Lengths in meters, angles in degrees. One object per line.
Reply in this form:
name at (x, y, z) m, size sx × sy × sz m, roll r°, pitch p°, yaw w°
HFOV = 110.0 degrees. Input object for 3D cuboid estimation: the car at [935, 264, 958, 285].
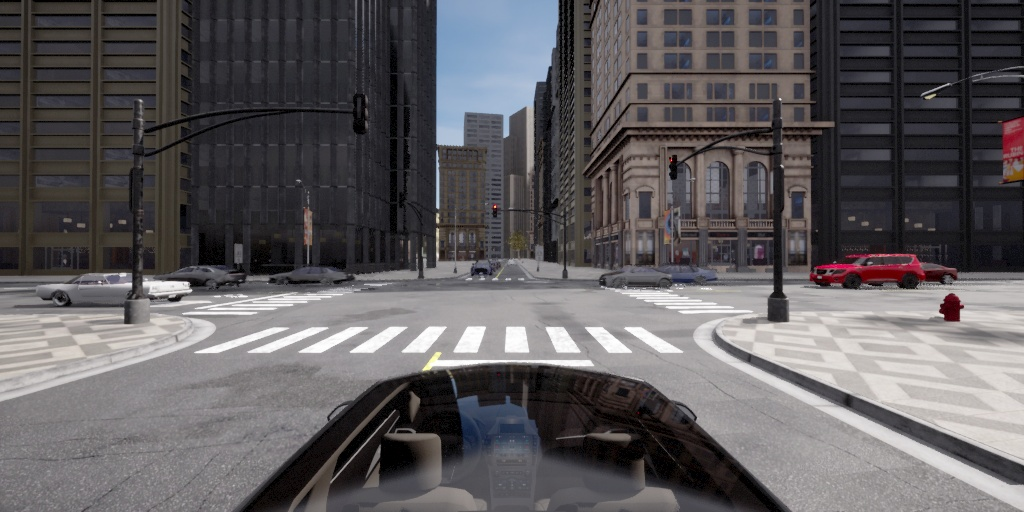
car at (27.748, 1.183, 24.962) m, size 5.008 × 1.535 × 1.882 m, roll 0°, pitch 0°, yaw 0°

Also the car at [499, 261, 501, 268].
car at (-3.069, 1.400, 55.402) m, size 1.994 × 1.385 × 4.181 m, roll 0°, pitch 0°, yaw 0°

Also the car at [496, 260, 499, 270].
car at (-3.070, 1.377, 46.370) m, size 1.994 × 1.385 × 4.181 m, roll 0°, pitch 0°, yaw 0°

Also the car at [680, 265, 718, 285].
car at (11.299, 1.295, 25.025) m, size 5.357 × 1.411 × 2.033 m, roll 0°, pitch 0°, yaw 1°

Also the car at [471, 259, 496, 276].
car at (-3.058, 1.145, 37.598) m, size 2.097 × 1.767 × 4.553 m, roll 0°, pitch 0°, yaw 0°

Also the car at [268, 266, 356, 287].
car at (-13.798, 1.377, 24.916) m, size 5.357 × 1.411 × 2.033 m, roll 0°, pitch 0°, yaw 0°

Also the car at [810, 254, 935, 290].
car at (21.393, 0.915, 21.706) m, size 5.566 × 2.045 × 2.150 m, roll -1°, pitch 0°, yaw 0°

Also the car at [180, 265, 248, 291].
car at (-18.823, 1.316, 21.662) m, size 4.902 × 1.511 × 2.128 m, roll 0°, pitch 0°, yaw 0°

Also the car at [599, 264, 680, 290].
car at (7.435, 1.298, 21.690) m, size 4.181 × 1.385 × 1.994 m, roll 0°, pitch 0°, yaw 0°

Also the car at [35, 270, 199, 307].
car at (-16.379, 1.366, 14.963) m, size 4.718 × 1.301 × 1.895 m, roll 0°, pitch 0°, yaw 0°
